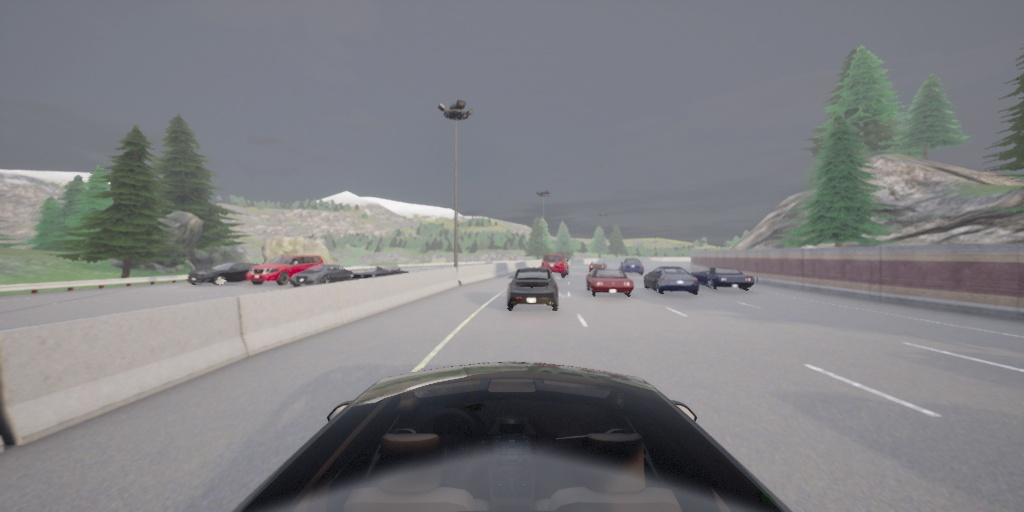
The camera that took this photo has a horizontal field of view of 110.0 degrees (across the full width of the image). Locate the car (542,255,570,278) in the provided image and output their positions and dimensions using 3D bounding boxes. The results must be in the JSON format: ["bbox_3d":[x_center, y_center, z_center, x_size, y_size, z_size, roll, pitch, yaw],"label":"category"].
[{"bbox_3d":[4.013,0.886,33.007,2.150,2.045,5.566,0,0,13],"label":"car"}]

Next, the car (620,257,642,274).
[{"bbox_3d":[12.227,1.012,36.654,2.097,1.767,4.553,0,0,15],"label":"car"}]

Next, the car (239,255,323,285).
[{"bbox_3d":[-15.547,0.934,25.195,2.150,2.045,5.566,0,0,9],"label":"car"}]

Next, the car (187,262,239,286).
[{"bbox_3d":[-19.188,1.151,24.513,1.882,1.535,5.008,0,0,9],"label":"car"}]

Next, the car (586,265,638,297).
[{"bbox_3d":[4.923,1.306,18.638,1.895,1.301,4.718,0,0,7],"label":"car"}]

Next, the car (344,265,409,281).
[{"bbox_3d":[-8.681,1.282,23.787,1.895,1.301,4.718,0,0,9],"label":"car"}]

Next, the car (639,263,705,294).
[{"bbox_3d":[8.607,1.268,19.708,1.994,1.385,4.181,0,0,8],"label":"car"}]

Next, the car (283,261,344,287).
[{"bbox_3d":[-12.273,1.245,23.405,1.994,1.385,4.181,0,0,9],"label":"car"}]

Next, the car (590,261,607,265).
[{"bbox_3d":[10.196,1.243,42.164,1.895,1.301,4.718,0,0,17],"label":"car"}]

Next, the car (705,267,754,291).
[{"bbox_3d":[12.392,1.303,21.498,1.895,1.301,4.718,0,0,9],"label":"car"}]

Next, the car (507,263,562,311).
[{"bbox_3d":[0.896,1.219,14.405,1.837,1.490,4.892,0,0,6],"label":"car"}]
